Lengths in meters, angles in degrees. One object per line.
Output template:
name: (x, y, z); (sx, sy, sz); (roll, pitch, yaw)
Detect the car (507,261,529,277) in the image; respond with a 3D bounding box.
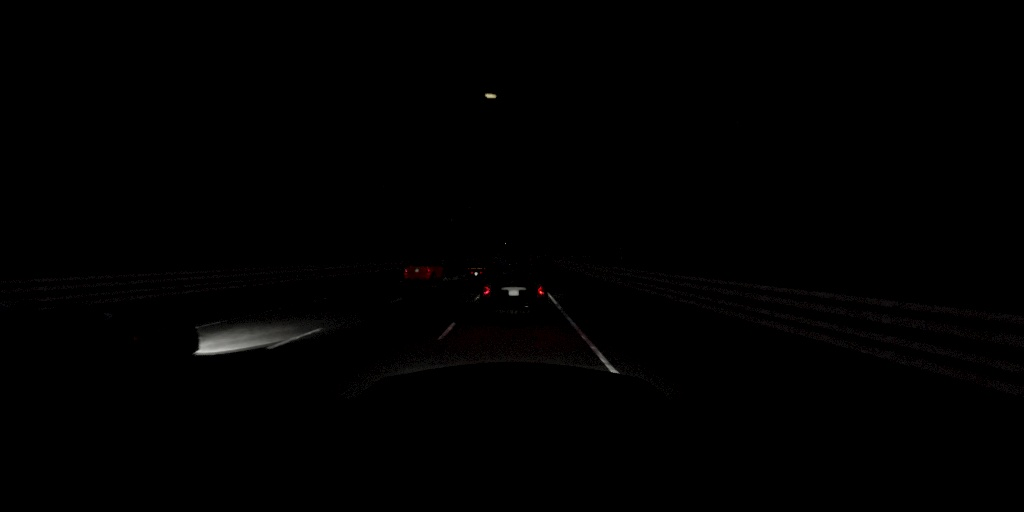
car: (0.628, 1.253, 35.832); (1.994, 1.385, 4.181); (0, 0, 2)

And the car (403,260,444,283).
car: (-6.552, 1.049, 27.123); (2.097, 1.767, 4.553); (0, 0, 2)

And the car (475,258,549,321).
car: (0.076, 1.087, 12.516); (2.097, 1.767, 4.553); (0, 0, 1)

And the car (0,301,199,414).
car: (-6.886, 1.302, 4.997); (1.994, 1.385, 4.181); (0, 0, 0)

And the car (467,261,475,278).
car: (-2.910, 1.196, 32.362); (1.837, 1.490, 4.892); (0, 0, 2)
